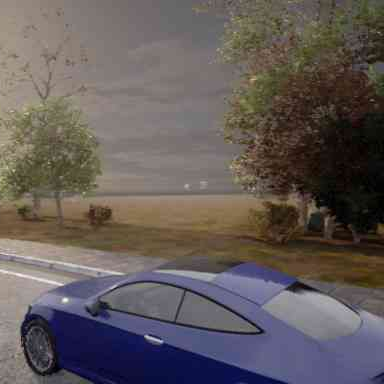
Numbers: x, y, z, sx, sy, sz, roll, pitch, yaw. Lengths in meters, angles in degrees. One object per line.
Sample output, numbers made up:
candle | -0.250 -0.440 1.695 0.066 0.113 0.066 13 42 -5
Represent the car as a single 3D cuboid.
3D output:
car | -0.080 1.517 3.899 4.674 1.442 1.812 0 0 35
